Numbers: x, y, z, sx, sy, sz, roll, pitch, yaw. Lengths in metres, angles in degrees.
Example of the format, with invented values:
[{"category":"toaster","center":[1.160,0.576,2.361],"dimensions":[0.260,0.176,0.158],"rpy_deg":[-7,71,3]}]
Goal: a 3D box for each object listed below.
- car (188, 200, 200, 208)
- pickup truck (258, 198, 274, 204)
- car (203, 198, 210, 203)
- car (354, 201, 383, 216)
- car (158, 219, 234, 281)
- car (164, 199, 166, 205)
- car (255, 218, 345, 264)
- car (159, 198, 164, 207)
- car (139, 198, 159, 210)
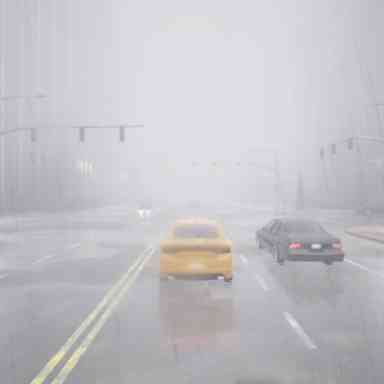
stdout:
[{"category":"car","center":[0.390,2.040,58.184],"dimensions":[1.994,1.385,4.181],"rpy_deg":[0,0,0]},{"category":"pickup truck","center":[17.013,1.681,75.829],"dimensions":[2.390,2.098,6.274],"rpy_deg":[0,-1,31]},{"category":"car","center":[3.967,2.335,90.397],"dimensions":[1.895,1.301,4.718],"rpy_deg":[0,0,0]},{"category":"car","center":[20.100,1.801,35.875],"dimensions":[4.892,1.490,1.837],"rpy_deg":[0,0,1]},{"category":"car","center":[0.118,1.561,10.137],"dimensions":[1.882,1.535,5.008],"rpy_deg":[0,0,1]},{"category":"car","center":[-6.636,2.077,70.697],"dimensions":[1.837,1.490,4.892],"rpy_deg":[0,0,0]},{"category":"car","center":[3.639,1.649,12.180],"dimensions":[2.033,1.411,5.357],"rpy_deg":[0,0,1]},{"category":"car","center":[-6.755,1.971,60.428],"dimensions":[1.882,1.535,5.008],"rpy_deg":[0,0,1]},{"category":"car","center":[-6.826,1.908,50.951],"dimensions":[2.128,1.511,4.902],"rpy_deg":[0,0,1]}]
